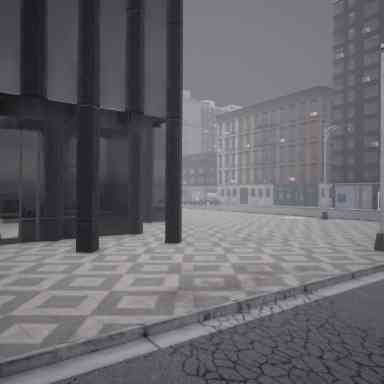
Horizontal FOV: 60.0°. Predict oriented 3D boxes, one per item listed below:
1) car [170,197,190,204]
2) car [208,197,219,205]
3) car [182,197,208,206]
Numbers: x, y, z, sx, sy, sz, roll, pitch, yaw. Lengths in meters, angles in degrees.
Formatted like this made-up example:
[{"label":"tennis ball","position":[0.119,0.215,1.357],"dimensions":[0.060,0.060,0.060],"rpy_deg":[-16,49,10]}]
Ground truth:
[{"label":"car","position":[-2.491,1.712,67.928],"dimensions":[1.994,1.385,4.181],"rpy_deg":[1,0,-35]},{"label":"car","position":[2.816,1.639,60.464],"dimensions":[1.837,1.490,4.892],"rpy_deg":[1,0,-35]},{"label":"car","position":[0.257,1.633,58.506],"dimensions":[1.812,1.442,4.674],"rpy_deg":[1,0,-35]}]
